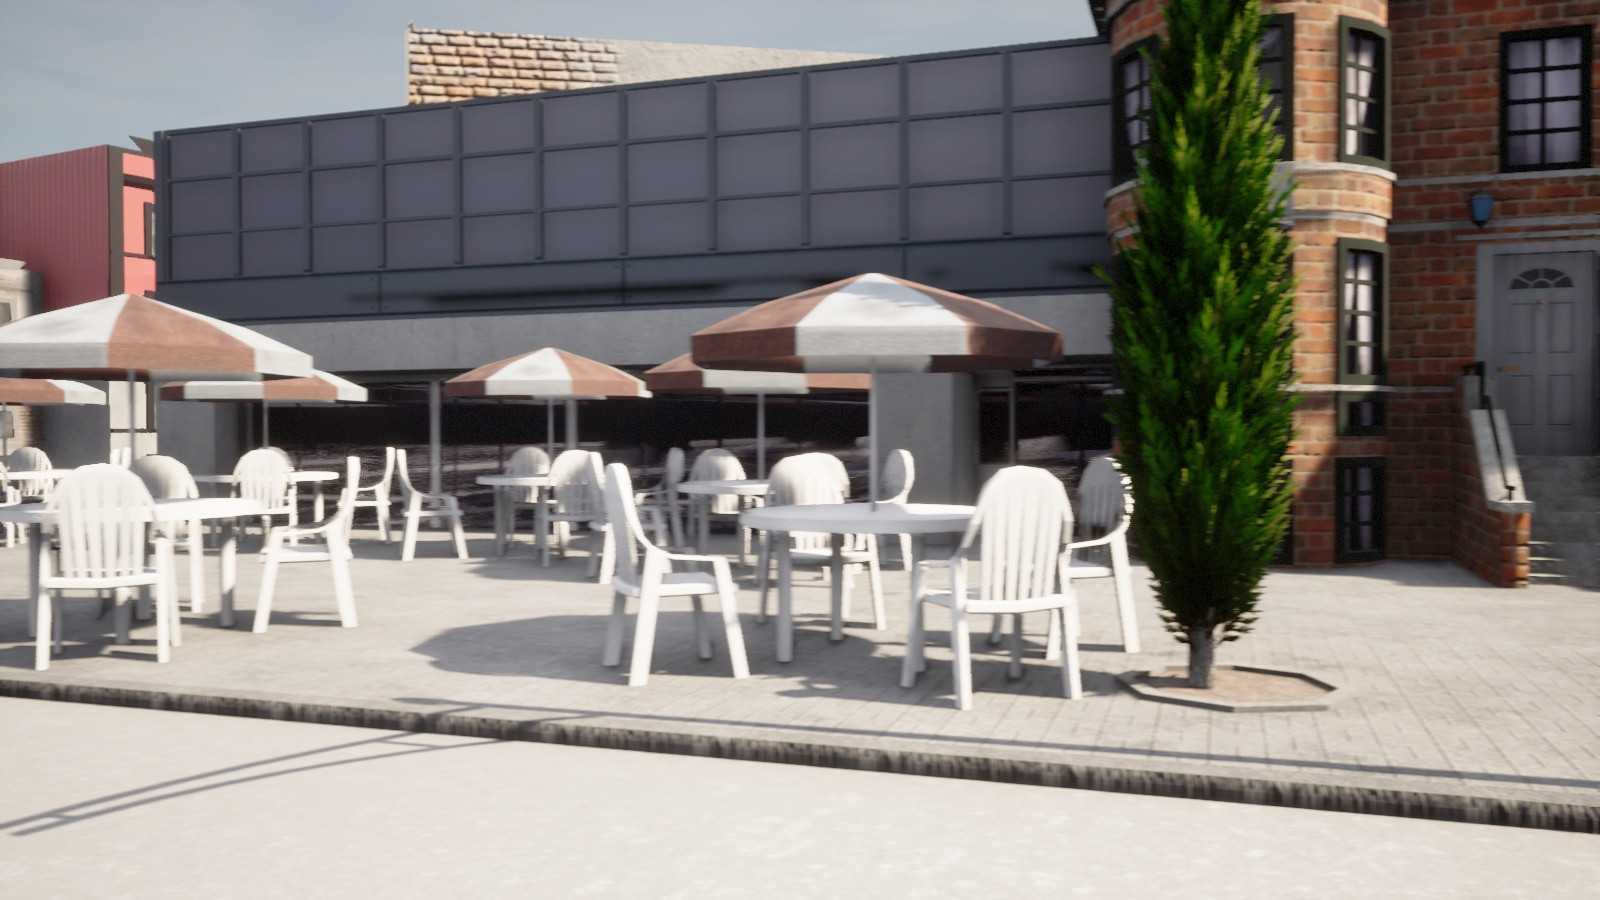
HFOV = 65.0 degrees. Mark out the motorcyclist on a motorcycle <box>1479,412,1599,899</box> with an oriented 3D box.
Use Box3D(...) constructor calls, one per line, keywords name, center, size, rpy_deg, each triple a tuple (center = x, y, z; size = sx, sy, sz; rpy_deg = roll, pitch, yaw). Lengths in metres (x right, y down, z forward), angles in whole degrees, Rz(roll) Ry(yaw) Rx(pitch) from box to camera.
Box3D(name="motorcyclist on a motorcycle", center=(2.882, 0.744, 2.750), size=(2.350, 1.649, 0.766), rpy_deg=(0, 1, 19))
